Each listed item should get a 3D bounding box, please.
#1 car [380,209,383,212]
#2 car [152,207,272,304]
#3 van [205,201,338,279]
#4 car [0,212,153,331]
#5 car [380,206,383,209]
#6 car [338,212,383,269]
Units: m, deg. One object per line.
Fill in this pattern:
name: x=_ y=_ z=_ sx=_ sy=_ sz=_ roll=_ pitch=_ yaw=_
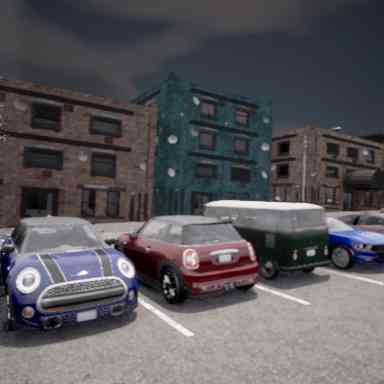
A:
car: x=6.641 y=1.543 z=13.130 sx=2.163 sy=1.488 sz=4.792 roll=0 pitch=0 yaw=-32
car: x=-0.451 y=1.380 z=8.610 sx=2.185 sy=1.767 sz=4.553 roll=0 pitch=0 yaw=-32
van: x=1.845 y=1.283 z=10.225 sx=1.878 sy=1.987 sz=4.442 roll=0 pitch=0 yaw=-32
car: x=-2.859 y=1.377 z=7.174 sx=2.185 sy=1.767 sz=4.553 roll=0 pitch=0 yaw=-32
car: x=9.016 y=1.546 z=14.619 sx=2.163 sy=1.488 sz=4.792 roll=0 pitch=0 yaw=-32
car: x=4.279 y=1.511 z=11.620 sx=2.097 sy=1.535 sz=5.008 roll=0 pitch=0 yaw=-32
